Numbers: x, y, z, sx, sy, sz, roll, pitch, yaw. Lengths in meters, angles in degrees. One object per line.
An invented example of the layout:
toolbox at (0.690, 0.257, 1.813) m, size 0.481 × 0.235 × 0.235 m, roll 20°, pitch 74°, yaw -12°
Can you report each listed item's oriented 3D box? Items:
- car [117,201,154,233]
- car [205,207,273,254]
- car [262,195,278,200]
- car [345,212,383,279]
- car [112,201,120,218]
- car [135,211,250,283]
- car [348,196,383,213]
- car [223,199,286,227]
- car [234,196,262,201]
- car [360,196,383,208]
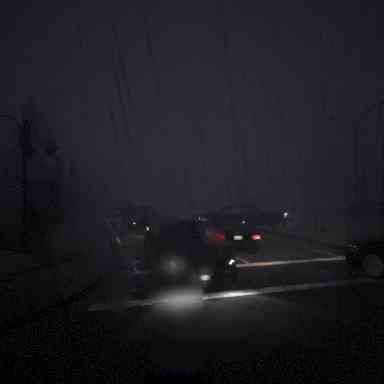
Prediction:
car at (-3.083, 1.529, 19.933) m, size 2.033 × 1.411 × 5.357 m, roll 0°, pitch 0°, yaw -17°
car at (1.355, 1.538, 13.394) m, size 2.033 × 1.411 × 5.357 m, roll 0°, pitch 0°, yaw -3°
car at (10.423, 1.278, 47.074) m, size 2.152 × 1.636 × 5.027 m, roll 0°, pitch 0°, yaw -17°
car at (6.517, 1.476, 8.220) m, size 5.008 × 1.535 × 1.882 m, roll 0°, pitch 0°, yaw 40°
car at (-6.222, 1.515, 30.091) m, size 2.033 × 1.411 × 5.357 m, roll 0°, pitch 0°, yaw -17°
car at (-0.371, 1.543, 10.093) m, size 2.033 × 1.411 × 5.357 m, roll 0°, pitch 0°, yaw -14°
car at (15.633, 1.356, 29.149) m, size 1.970 × 1.475 × 3.806 m, roll 0°, pitch 0°, yaw -17°
car at (2.858, 1.467, 19.899) m, size 5.357 × 1.411 × 2.033 m, roll -3°, pitch 1°, yaw -15°
car at (7.433, 1.288, 46.124) m, size 2.007 × 1.523 × 4.514 m, roll 0°, pitch 0°, yaw -17°
car at (23.971, 1.274, 43.118) m, size 1.845 × 1.501 × 3.633 m, roll 0°, pitch 0°, yaw -17°
